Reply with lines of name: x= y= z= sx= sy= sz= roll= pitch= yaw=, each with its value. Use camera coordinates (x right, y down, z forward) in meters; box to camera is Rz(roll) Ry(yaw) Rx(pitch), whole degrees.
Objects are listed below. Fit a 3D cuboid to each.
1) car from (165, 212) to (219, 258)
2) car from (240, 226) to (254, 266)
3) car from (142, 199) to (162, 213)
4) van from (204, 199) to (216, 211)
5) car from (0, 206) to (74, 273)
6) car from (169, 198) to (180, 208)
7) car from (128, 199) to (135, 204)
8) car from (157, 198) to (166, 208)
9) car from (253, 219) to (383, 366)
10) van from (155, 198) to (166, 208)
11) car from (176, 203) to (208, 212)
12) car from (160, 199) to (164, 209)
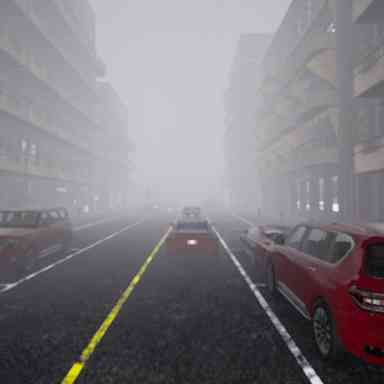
car: x=0.022 y=1.716 z=13.480 sx=1.994 sy=1.385 sz=4.181 roll=0 pitch=-1 yaw=1
car: x=2.705 y=1.710 z=11.398 sx=1.802 sy=1.307 sz=4.206 roll=1 pitch=-1 yaw=0
car: x=-5.639 y=2.044 z=44.586 sx=2.008 sy=1.369 sz=4.403 roll=1 pitch=-1 yaw=0
van: x=2.713 y=1.895 z=50.181 sx=1.690 sy=1.788 sz=3.998 roll=1 pitch=-1 yaw=0
car: x=-5.671 y=1.443 z=11.349 sx=2.192 sy=1.841 sz=5.009 roll=1 pitch=-1 yaw=0
car: x=-3.043 y=2.257 z=59.555 sx=1.895 sy=1.301 sz=4.718 roll=0 pitch=-1 yaw=0
car: x=-16.483 y=2.420 z=83.853 sx=4.097 sy=1.590 sz=1.967 roll=0 pitch=-2 yaw=0
car: x=-5.638 y=2.180 z=55.666 sx=1.947 sy=1.339 sz=4.313 roll=1 pitch=-1 yaw=0
car: x=2.709 y=1.382 z=5.861 sx=2.192 sy=1.841 sz=5.009 roll=1 pitch=-1 yaw=0
van: x=-5.803 y=2.016 z=61.209 sx=1.690 sy=1.788 sz=3.998 roll=1 pitch=-1 yaw=0
car: x=0.014 y=1.853 z=27.529 sx=2.033 sy=1.411 sz=5.357 roll=0 pitch=-1 yaw=0
car: x=-5.639 y=2.135 z=50.126 sx=1.802 sy=1.307 sz=4.206 roll=1 pitch=-1 yaw=0
